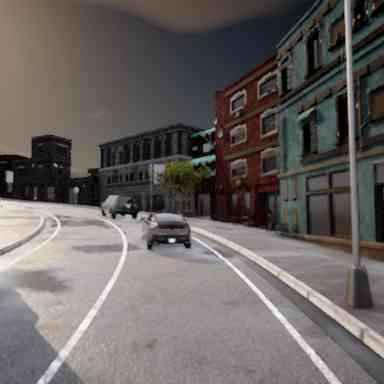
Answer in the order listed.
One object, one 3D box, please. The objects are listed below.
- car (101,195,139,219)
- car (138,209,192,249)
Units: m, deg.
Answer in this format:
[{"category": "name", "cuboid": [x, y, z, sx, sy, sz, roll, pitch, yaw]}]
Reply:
[{"category": "car", "cuboid": [-6.471, 1.250, 29.507, 2.150, 2.045, 5.566, 2, 0, -28]}, {"category": "car", "cuboid": [-1.263, 1.606, 15.201, 1.837, 1.490, 4.892, 1, 0, -12]}]
